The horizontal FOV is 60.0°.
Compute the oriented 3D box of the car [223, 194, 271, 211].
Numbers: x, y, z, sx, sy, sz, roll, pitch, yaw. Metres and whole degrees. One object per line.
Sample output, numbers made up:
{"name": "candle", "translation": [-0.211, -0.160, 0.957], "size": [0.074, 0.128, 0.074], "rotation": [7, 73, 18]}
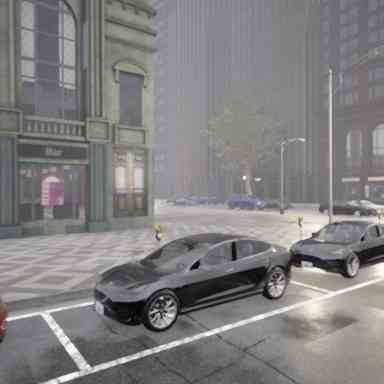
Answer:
{"name": "car", "translation": [6.903, 1.314, 42.396], "size": [2.150, 2.045, 5.566], "rotation": [0, 0, -35]}

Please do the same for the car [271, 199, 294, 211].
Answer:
{"name": "car", "translation": [10.461, 1.618, 43.007], "size": [2.033, 1.411, 5.357], "rotation": [0, 0, -36]}

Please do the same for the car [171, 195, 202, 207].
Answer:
{"name": "car", "translation": [-0.952, 1.657, 53.425], "size": [1.812, 1.442, 4.674], "rotation": [0, 0, -35]}

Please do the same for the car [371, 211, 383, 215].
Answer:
{"name": "car", "translation": [9.412, 1.544, 13.354], "size": [4.403, 1.369, 2.008], "rotation": [0, 0, -35]}

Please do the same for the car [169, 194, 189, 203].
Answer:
{"name": "car", "translation": [-1.349, 1.354, 59.636], "size": [2.150, 2.045, 5.566], "rotation": [0, 0, -35]}

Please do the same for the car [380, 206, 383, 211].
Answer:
{"name": "car", "translation": [17.247, 1.564, 33.525], "size": [1.812, 1.442, 4.674], "rotation": [0, 0, -33]}

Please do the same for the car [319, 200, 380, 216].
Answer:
{"name": "car", "translation": [14.602, 1.533, 31.630], "size": [1.882, 1.535, 5.008], "rotation": [0, 0, -37]}

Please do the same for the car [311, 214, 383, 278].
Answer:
{"name": "car", "translation": [4.821, 1.561, 10.083], "size": [4.313, 1.339, 1.947], "rotation": [0, 0, -35]}

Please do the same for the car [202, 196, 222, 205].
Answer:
{"name": "car", "translation": [2.561, 1.583, 59.858], "size": [1.882, 1.535, 5.008], "rotation": [0, 0, -35]}

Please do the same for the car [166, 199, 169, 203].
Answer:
{"name": "car", "translation": [-3.553, 1.663, 68.340], "size": [1.812, 1.442, 4.674], "rotation": [0, 0, -36]}

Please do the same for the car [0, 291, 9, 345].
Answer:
{"name": "car", "translation": [-4.359, 1.583, 3.541], "size": [4.206, 1.307, 1.802], "rotation": [0, 0, -35]}

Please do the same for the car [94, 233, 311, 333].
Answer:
{"name": "car", "translation": [0.231, 1.564, 6.812], "size": [4.313, 1.339, 1.947], "rotation": [0, 0, -35]}

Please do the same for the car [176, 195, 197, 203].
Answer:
{"name": "car", "translation": [-1.154, 1.449, 70.570], "size": [1.882, 1.535, 5.008], "rotation": [0, 0, -36]}
